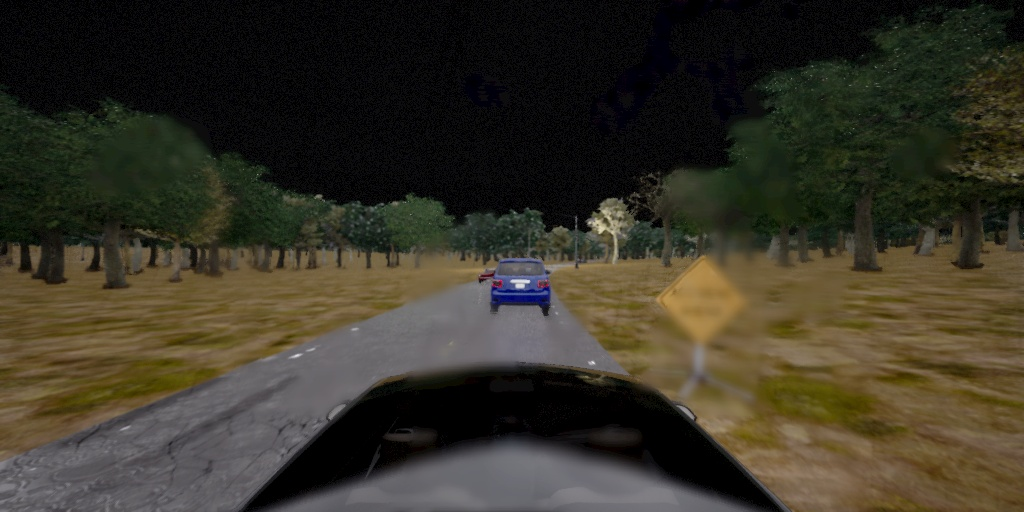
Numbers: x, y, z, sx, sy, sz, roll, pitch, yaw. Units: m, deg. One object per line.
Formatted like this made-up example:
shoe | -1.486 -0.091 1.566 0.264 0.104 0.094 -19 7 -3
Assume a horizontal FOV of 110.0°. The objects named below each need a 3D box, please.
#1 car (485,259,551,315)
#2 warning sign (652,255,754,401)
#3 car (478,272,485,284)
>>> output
car | 0.397 1.141 14.690 2.150 2.045 5.566 0 -1 3
warning sign | 2.665 0.915 5.147 1.300 1.860 1.060 0 0 1
car | -1.736 1.702 31.464 1.895 1.301 4.718 0 -1 5
